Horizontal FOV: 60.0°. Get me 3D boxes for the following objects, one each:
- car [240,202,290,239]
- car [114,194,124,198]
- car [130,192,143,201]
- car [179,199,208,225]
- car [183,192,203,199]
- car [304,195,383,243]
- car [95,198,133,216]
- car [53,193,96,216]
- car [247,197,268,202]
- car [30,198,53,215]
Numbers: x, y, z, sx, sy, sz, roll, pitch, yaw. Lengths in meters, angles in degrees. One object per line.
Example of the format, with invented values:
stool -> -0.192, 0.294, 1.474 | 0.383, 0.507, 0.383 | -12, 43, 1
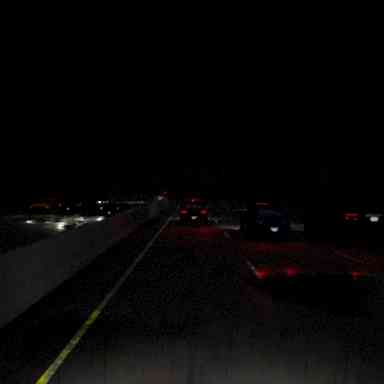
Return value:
car -> 3.602, 1.441, 16.814 | 1.812, 1.442, 4.674 | 0, 0, 0
car -> -15.970, 1.248, 72.976 | 1.882, 1.535, 5.008 | 0, 0, -18
car -> -12.122, 0.945, 72.632 | 2.150, 2.045, 5.566 | 0, 0, -18
car -> 0.104, 1.417, 22.933 | 1.812, 1.442, 4.674 | 0, 0, 0
car -> 0.091, 1.060, 39.806 | 2.150, 2.045, 5.566 | 0, 0, 0
car -> 7.101, 1.141, 15.637 | 2.150, 2.045, 5.566 | 0, 0, 0
car -> -7.100, 1.465, 30.749 | 1.895, 1.301, 4.718 | 0, 0, 0
car -> -10.599, 1.086, 31.192 | 2.150, 2.045, 5.566 | 0, 0, 0
car -> 7.102, 1.353, 35.803 | 1.837, 1.490, 4.892 | 0, 0, 0
car -> -14.106, 1.336, 32.754 | 1.882, 1.535, 5.008 | 0, 0, 0
